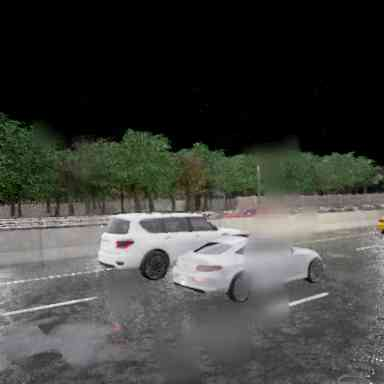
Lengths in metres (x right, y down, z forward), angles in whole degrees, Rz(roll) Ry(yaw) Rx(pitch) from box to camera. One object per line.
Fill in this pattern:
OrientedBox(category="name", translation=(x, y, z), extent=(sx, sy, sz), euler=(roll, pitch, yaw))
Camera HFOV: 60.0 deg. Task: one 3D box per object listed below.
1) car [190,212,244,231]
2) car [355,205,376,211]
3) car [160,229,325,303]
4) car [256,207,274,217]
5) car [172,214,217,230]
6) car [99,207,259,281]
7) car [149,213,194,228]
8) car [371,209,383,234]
OrientedBox(category="car", translation=(2.389, 2.732, 31.336), extent=(5.008, 1.535, 1.882), euler=(0, -3, -35))
OrientedBox(category="car", translation=(31.427, 3.200, 60.210), extent=(4.902, 1.511, 2.128), euler=(0, -3, -35))
OrientedBox(category="car", translation=(1.678, 1.879, 9.129), extent=(4.674, 1.442, 1.812), euler=(0, -3, -36))
OrientedBox(category="car", translation=(4.748, 2.308, 28.741), extent=(5.566, 2.045, 2.150), euler=(0, -3, -35))
OrientedBox(category="car", translation=(0.273, 2.987, 34.114), extent=(4.181, 1.385, 1.994), euler=(0, -3, -35))
OrientedBox(category="car", translation=(-0.476, 1.744, 11.907), extent=(5.566, 2.045, 2.150), euler=(0, -3, -36))
OrientedBox(category="car", translation=(-2.176, 3.117, 36.667), extent=(4.674, 1.442, 1.812), euler=(0, -3, -35))
OrientedBox(category="car", translation=(14.571, 2.059, 22.591), extent=(5.008, 1.535, 1.882), euler=(0, -3, -35))
